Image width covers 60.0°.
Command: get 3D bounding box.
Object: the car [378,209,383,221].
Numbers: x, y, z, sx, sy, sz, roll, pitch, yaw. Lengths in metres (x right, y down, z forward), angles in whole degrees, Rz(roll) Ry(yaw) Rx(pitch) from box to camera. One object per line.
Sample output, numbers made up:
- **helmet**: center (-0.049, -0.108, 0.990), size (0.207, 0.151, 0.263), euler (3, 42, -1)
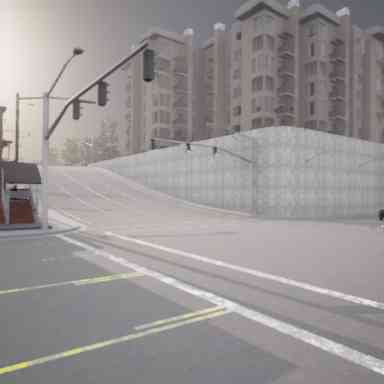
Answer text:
- **car**: center (19.014, 1.844, 30.503), size (5.008, 1.535, 1.882), euler (1, 0, -36)
